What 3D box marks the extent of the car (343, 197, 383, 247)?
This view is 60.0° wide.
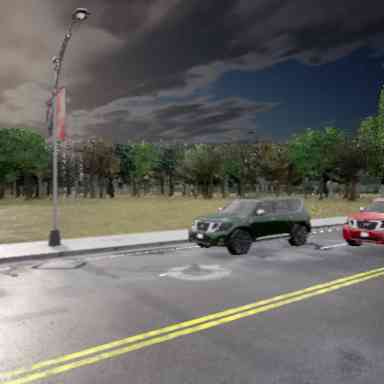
[{"bbox_3d":[8.584,1.201,13.802,5.566,2.045,2.150,0,0,-36],"label":"car"}]

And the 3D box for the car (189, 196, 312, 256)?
[{"bbox_3d":[2.536,1.207,13.479,5.566,2.045,2.150,0,0,-35],"label":"car"}]
